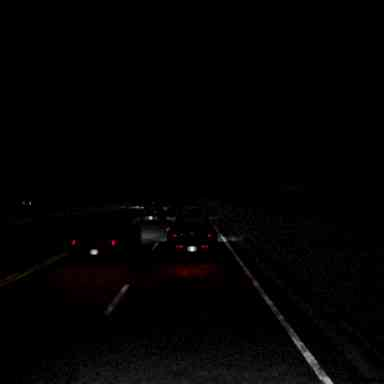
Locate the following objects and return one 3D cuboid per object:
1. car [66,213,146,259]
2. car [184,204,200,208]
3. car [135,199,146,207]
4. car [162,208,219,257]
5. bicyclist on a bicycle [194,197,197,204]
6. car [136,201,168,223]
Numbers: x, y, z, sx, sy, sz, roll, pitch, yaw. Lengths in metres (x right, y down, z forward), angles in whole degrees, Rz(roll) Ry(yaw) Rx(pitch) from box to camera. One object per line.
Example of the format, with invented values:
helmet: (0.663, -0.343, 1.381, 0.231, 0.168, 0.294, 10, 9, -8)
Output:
car: (-3.232, 1.732, 13.268, 1.895, 1.301, 4.718, 0, -1, 0)
car: (0.028, 1.808, 28.907, 1.812, 1.442, 4.674, 0, 0, 1)
car: (-9.763, 2.116, 64.555, 1.837, 1.490, 4.892, 0, 0, 1)
car: (0.022, 1.641, 13.508, 1.837, 1.490, 4.892, 0, 0, 0)
bicyclist on a bicycle: (0.900, 2.241, 87.143, 0.866, 1.612, 1.509, 0, 0, 0)
car: (-3.226, 1.785, 28.518, 1.837, 1.490, 4.892, 0, 0, 0)
